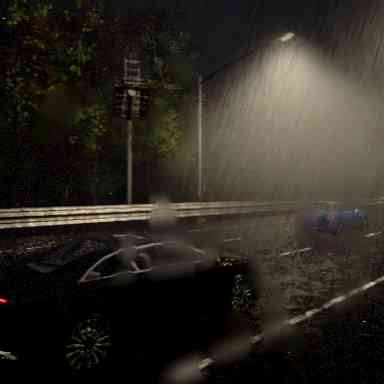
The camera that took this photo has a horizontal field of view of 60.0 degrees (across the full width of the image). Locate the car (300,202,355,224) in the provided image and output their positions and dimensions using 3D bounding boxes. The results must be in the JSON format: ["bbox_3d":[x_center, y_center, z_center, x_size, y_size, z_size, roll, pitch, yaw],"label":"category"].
[{"bbox_3d":[10.181,1.496,24.756,4.718,1.301,1.895,0,0,-42],"label":"car"}]

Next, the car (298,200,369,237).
[{"bbox_3d":[7.636,1.276,17.820,4.553,1.767,2.097,0,0,-42],"label":"car"}]

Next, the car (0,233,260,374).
[{"bbox_3d":[-0.808,1.458,5.655,4.902,1.511,2.128,0,0,-42],"label":"car"}]
